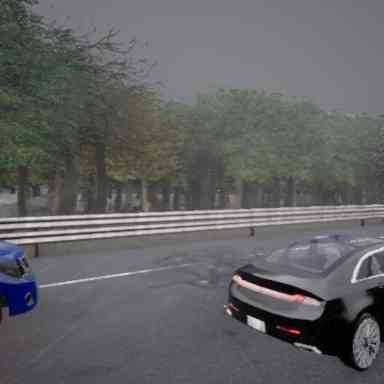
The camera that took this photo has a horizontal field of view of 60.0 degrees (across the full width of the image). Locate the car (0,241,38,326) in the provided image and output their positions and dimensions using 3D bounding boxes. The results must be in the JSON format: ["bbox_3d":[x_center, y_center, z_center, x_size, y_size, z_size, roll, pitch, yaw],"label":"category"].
[{"bbox_3d":[-5.128,1.193,4.393,5.566,2.045,2.150,0,0,-36],"label":"car"}]

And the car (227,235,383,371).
[{"bbox_3d":[2.826,1.497,5.694,4.902,1.511,2.128,0,0,-35],"label":"car"}]
